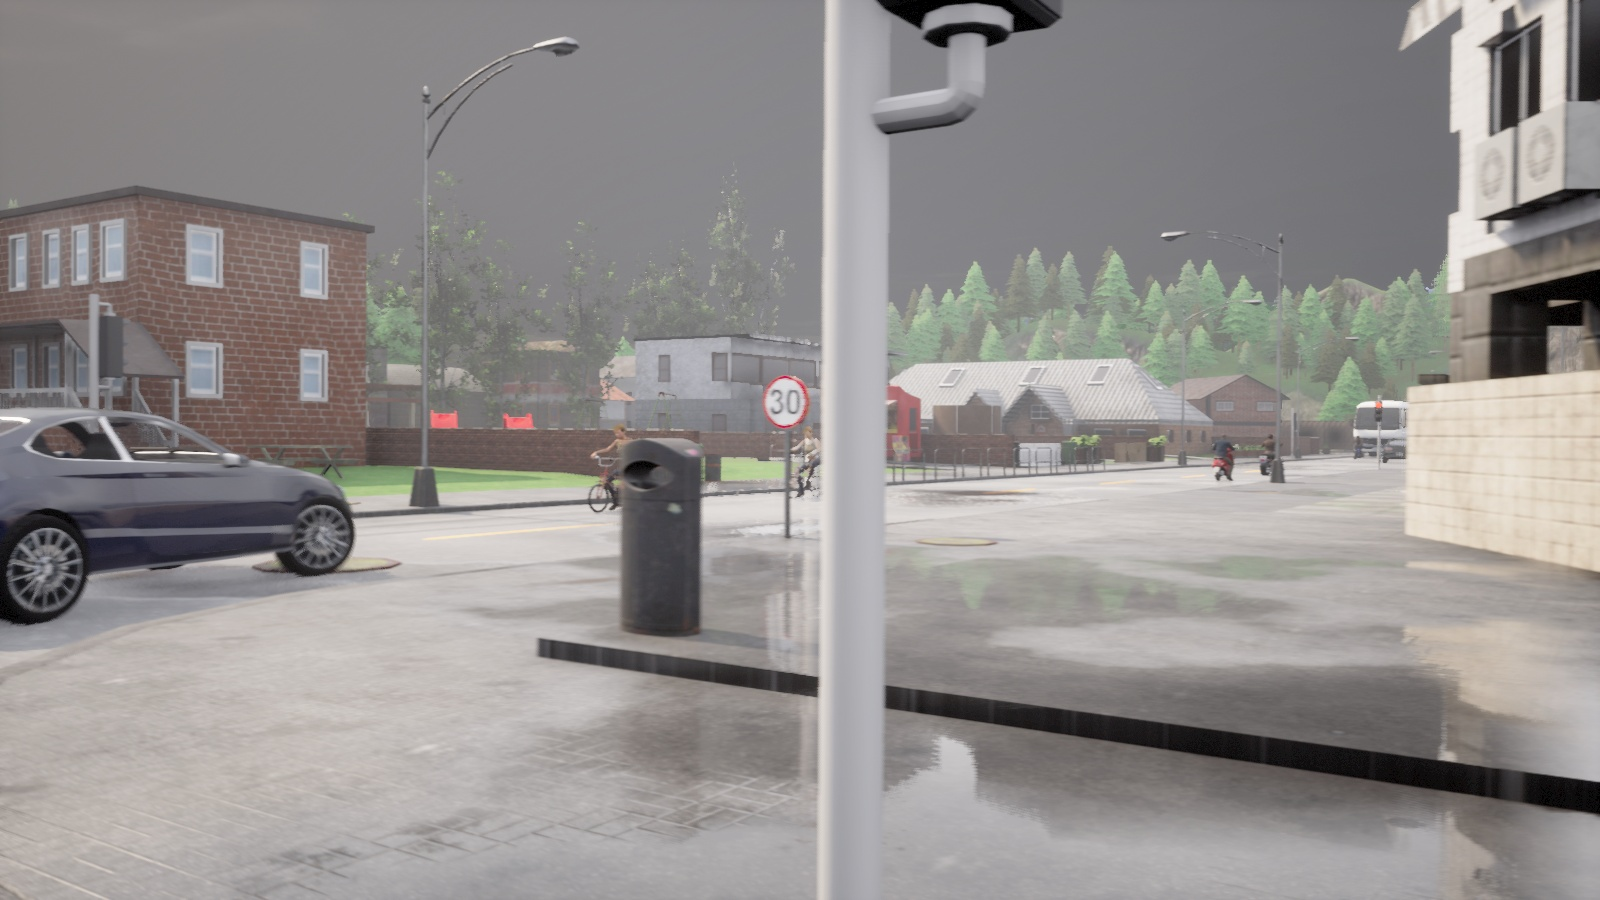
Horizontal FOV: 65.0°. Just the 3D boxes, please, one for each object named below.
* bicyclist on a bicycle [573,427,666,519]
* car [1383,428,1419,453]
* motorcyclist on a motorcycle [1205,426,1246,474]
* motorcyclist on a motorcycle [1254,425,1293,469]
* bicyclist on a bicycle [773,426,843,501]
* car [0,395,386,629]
[{"bbox_3d":[-3.279,0.385,22.914,0.866,1.612,1.509,0,1,34],"label":"bicyclist on a bicycle"},{"bbox_3d":[35.651,-0.579,74.388,1.812,1.442,4.674,0,1,27],"label":"car"},{"bbox_3d":[14.314,-0.020,42.198,0.866,1.590,1.817,0,1,34],"label":"motorcyclist on a motorcycle"},{"bbox_3d":[18.185,-0.139,48.206,0.766,1.649,2.350,0,1,36],"label":"motorcyclist on a motorcycle"},{"bbox_3d":[0.198,0.283,28.157,0.866,1.612,1.509,0,1,34],"label":"bicyclist on a bicycle"},{"bbox_3d":[-6.112,0.413,11.159,2.152,1.651,5.027,0,1,16],"label":"car"}]
